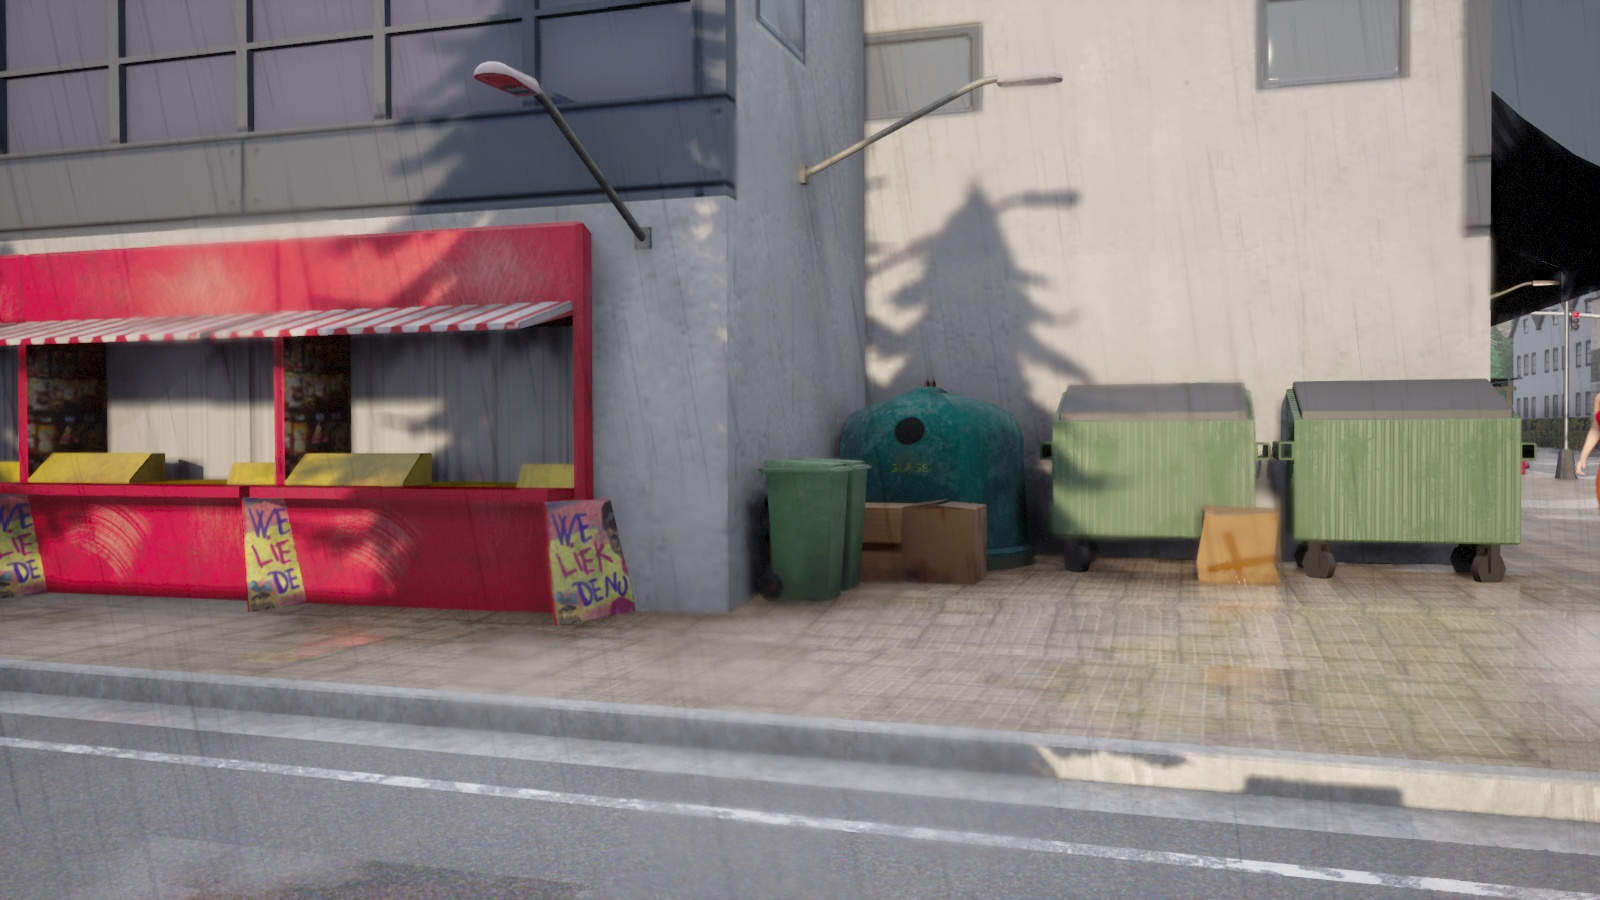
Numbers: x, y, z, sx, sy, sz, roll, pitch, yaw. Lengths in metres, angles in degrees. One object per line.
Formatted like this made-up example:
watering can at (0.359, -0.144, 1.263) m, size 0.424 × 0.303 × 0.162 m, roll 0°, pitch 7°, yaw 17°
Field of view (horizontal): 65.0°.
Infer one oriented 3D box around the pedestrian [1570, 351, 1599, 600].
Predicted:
pedestrian at (6.172, 0.188, 9.422) m, size 0.594 × 1.836 × 0.345 m, roll 0°, pitch 1°, yaw -17°
